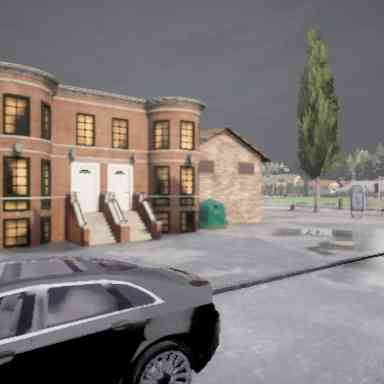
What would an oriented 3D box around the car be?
[{"bbox_3d":[-1.920,1.491,3.236,4.902,1.511,2.128,0,0,-35],"label":"car"}]
